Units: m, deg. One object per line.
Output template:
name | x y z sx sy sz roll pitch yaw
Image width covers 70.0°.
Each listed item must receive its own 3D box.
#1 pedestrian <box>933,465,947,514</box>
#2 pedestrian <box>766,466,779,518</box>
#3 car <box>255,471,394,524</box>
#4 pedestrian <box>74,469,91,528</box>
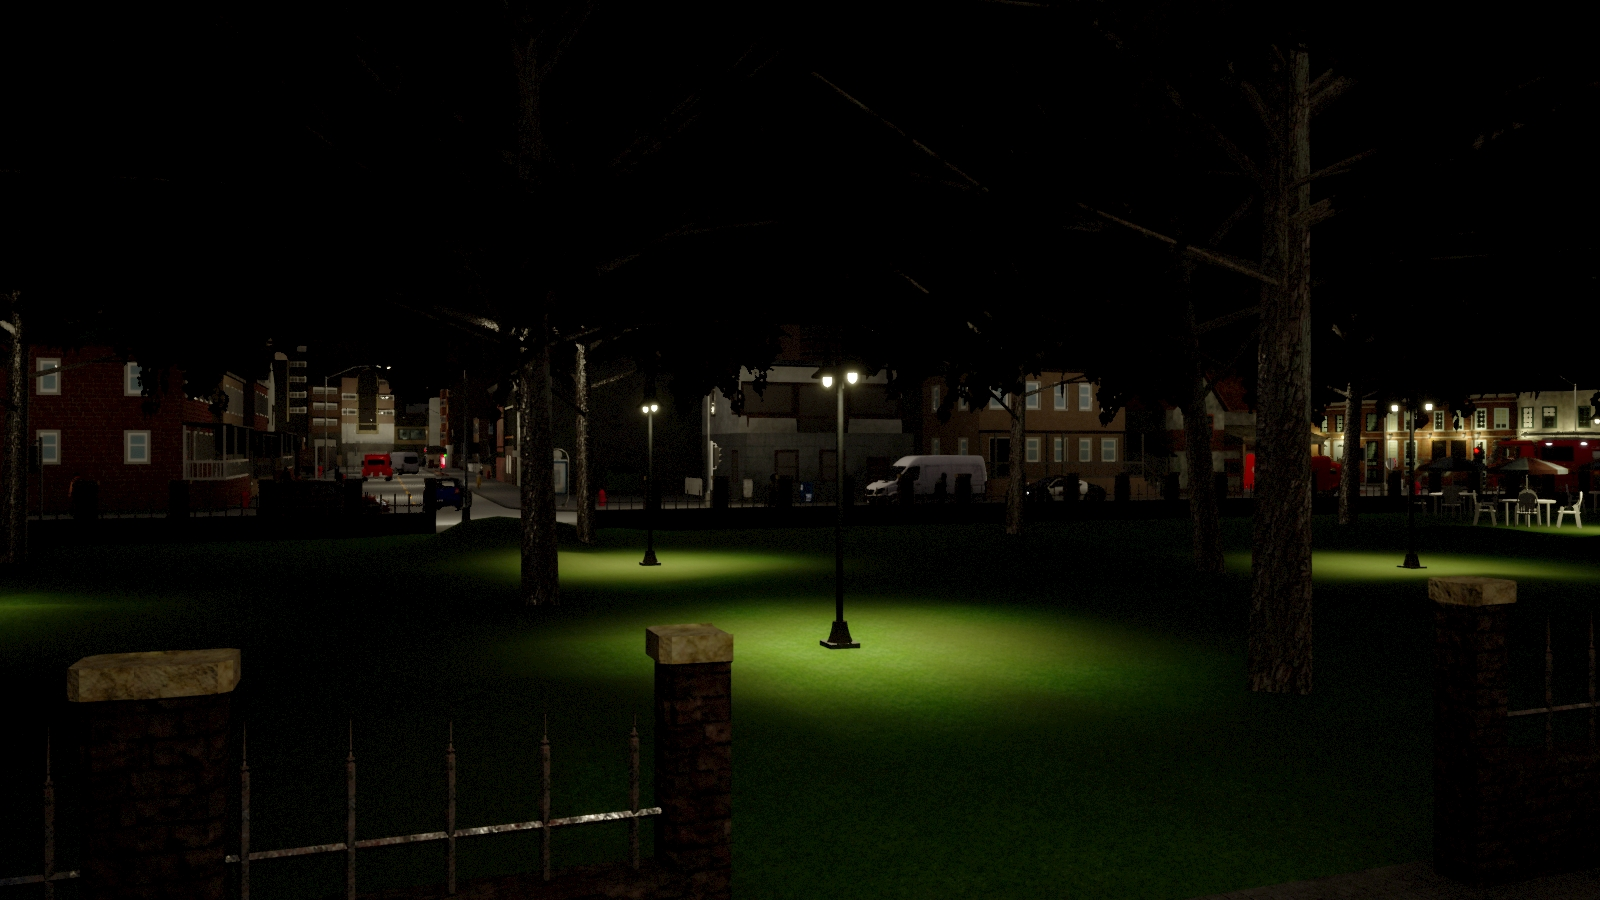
pedestrian | 5.401 1.525 44.108 0.375 1.860 0.375 0 0 -20
pedestrian | -1.022 1.525 41.745 0.375 1.860 0.375 0 0 -20
car | -17.158 1.686 41.498 4.553 1.767 2.097 0 0 -20
pedestrian | -22.879 1.525 36.432 0.375 1.860 0.375 0 0 -20
